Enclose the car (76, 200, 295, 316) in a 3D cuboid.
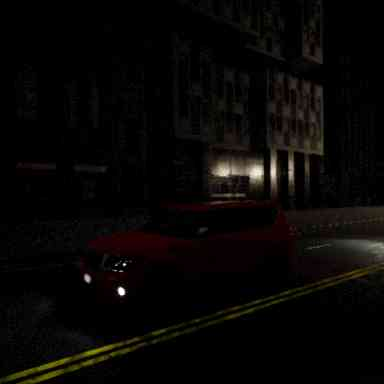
[{"bbox_3d":[0.185,1.259,8.010,5.566,2.045,2.150,-1,0,-38],"label":"car"}]
